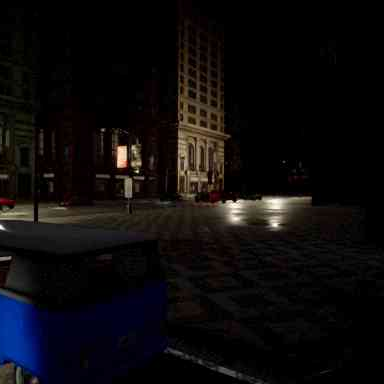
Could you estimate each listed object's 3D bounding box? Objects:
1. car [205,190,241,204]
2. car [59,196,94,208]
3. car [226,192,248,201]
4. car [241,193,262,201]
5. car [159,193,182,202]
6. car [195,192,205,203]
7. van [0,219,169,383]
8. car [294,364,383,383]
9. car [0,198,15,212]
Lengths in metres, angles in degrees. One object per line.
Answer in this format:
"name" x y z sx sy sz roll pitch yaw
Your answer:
"car" 4.814 0.647 50.538 2.150 2.045 5.566 0 1 36
"car" -14.147 1.173 40.841 1.994 1.385 4.181 0 1 35
"car" 8.254 0.752 61.126 1.882 1.535 5.008 0 1 35
"car" 10.910 0.856 59.251 1.994 1.385 4.181 0 1 35
"car" -3.556 0.887 55.757 1.837 1.490 4.892 0 0 36
"car" 2.441 0.754 52.803 2.097 1.767 4.553 0 1 36
"van" -2.205 1.341 4.626 3.998 1.788 1.690 0 0 35
"car" 2.407 1.582 1.365 4.206 1.307 1.802 0 0 35
"car" -20.079 1.218 32.443 1.882 1.535 5.008 0 1 35
